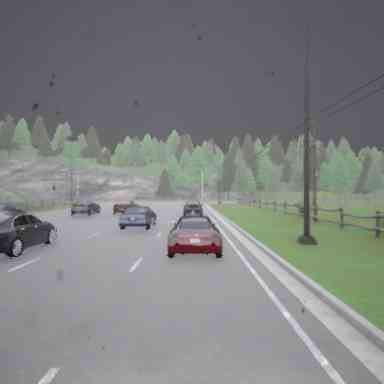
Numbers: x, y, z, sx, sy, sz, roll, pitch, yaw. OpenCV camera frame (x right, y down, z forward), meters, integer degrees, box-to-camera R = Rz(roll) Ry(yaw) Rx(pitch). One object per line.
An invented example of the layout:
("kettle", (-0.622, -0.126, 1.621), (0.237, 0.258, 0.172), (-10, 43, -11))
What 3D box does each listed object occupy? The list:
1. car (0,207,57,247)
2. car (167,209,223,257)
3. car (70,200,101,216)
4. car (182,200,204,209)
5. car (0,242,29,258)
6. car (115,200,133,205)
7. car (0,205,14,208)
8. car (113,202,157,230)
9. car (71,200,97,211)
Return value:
("car", (-6.899, 1.537, 12.803), (1.837, 1.490, 4.892), (0, 0, 0))
("car", (0.101, 1.596, 13.066), (1.994, 1.385, 4.181), (0, 0, 0))
("car", (-10.398, 1.573, 32.862), (2.128, 1.511, 4.902), (0, 0, 0))
("car", (0.101, 1.586, 32.848), (1.837, 1.490, 4.892), (0, 0, 0))
("car", (-3.399, 1.498, 2.252), (2.128, 1.511, 4.902), (0, 0, 0))
("car", (-6.898, 1.564, 34.886), (1.882, 1.535, 5.008), (0, 0, 0))
("car", (-13.899, 1.625, 24.451), (1.994, 1.385, 4.181), (0, 0, 0))
("car", (-3.398, 1.601, 21.524), (2.033, 1.411, 5.357), (0, 0, 0))
("car", (-13.898, 1.708, 43.071), (1.895, 1.301, 4.718), (0, 0, 0))
